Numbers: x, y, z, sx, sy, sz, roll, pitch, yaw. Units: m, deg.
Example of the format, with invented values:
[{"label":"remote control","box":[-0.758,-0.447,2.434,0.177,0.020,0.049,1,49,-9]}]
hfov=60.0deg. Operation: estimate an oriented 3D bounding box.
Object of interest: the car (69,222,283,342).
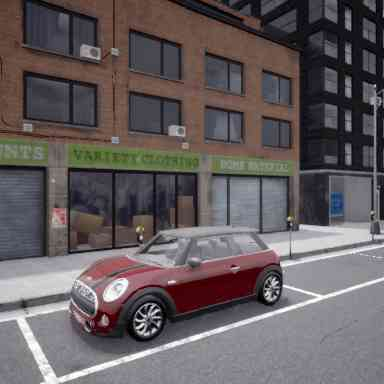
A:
[{"label":"car","box":[-0.174,1.440,6.401,4.097,1.590,1.967,0,0,-35]}]
